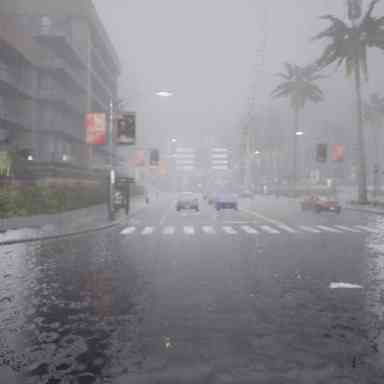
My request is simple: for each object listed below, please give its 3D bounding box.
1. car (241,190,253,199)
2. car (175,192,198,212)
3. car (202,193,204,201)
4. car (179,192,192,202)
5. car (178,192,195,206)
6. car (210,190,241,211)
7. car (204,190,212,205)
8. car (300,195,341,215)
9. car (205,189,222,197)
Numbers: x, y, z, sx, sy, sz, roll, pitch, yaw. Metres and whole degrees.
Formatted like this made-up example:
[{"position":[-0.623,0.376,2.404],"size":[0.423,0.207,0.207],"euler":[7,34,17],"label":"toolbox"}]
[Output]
[{"position":[9.252,0.447,57.701],"size":[1.812,1.442,4.674],"euler":[0,1,-5],"label":"car"},{"position":[-0.446,0.971,30.711],"size":[1.812,1.442,4.674],"euler":[0,1,-1],"label":"car"},{"position":[2.553,0.581,50.543],"size":[1.837,1.490,4.892],"euler":[0,1,-1],"label":"car"},{"position":[-0.938,0.699,50.124],"size":[1.895,1.301,4.718],"euler":[0,1,-1],"label":"car"},{"position":[-0.676,0.760,39.825],"size":[1.882,1.535,5.008],"euler":[0,1,-1],"label":"car"},{"position":[3.040,0.898,31.306],"size":[1.882,1.535,5.008],"euler":[0,1,-1],"label":"car"},{"position":[2.809,0.782,40.498],"size":[1.812,1.442,4.674],"euler":[0,1,-1],"label":"car"},{"position":[10.259,1.000,26.699],"size":[1.812,1.442,4.674],"euler":[0,1,-1],"label":"car"},{"position":[4.247,0.254,67.880],"size":[2.128,1.511,4.902],"euler":[0,1,-13],"label":"car"}]
